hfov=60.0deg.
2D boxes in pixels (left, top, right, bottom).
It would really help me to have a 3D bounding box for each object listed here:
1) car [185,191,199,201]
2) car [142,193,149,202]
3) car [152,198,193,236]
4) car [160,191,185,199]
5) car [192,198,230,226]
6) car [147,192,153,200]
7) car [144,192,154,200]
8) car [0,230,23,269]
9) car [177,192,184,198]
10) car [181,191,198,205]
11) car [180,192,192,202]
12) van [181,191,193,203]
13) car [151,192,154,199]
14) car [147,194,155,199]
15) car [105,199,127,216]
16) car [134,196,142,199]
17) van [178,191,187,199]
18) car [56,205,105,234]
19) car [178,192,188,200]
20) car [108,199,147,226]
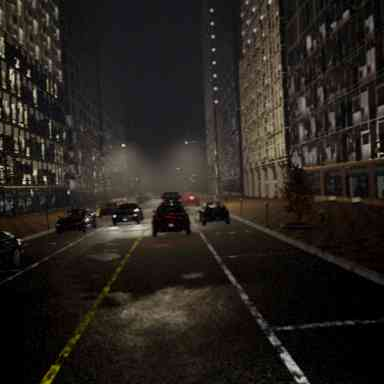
[{"bbox_3d":[-0.126,0.893,43.846,2.192,1.841,5.009,-4,1,-4],"label":"car"},{"bbox_3d":[-9.530,1.474,60.346,1.947,1.339,4.313,-4,1,-4],"label":"car"},{"bbox_3d":[-1.123,1.360,17.976,1.882,1.535,5.008,-3,1,-3],"label":"car"},{"bbox_3d":[-2.260,0.984,36.322,2.150,2.045,5.566,-3,0,-3],"label":"car"},{"bbox_3d":[1.310,1.275,21.159,2.008,1.369,4.403,-4,1,-4],"label":"car"},{"bbox_3d":[-10.242,1.384,71.690,2.008,1.369,4.403,-4,1,-4],"label":"car"},{"bbox_3d":[-11.322,1.035,88.705,2.192,1.841,5.009,-4,1,-4],"label":"car"},{"bbox_3d":[-6.332,1.789,9.294,2.008,1.369,4.403,-4,1,-4],"label":"car"},{"bbox_3d":[-3.311,0.791,94.900,2.008,1.369,4.403,-4,1,-4],"label":"car"},{"bbox_3d":[-0.482,0.856,49.519,2.192,1.841,5.009,-4,1,-4],"label":"car"},{"bbox_3d":[-1.185,0.907,60.865,1.967,1.590,4.097,-4,1,-4],"label":"car"},{"bbox_3d":[-0.835,0.845,55.191,1.690,1.788,3.998,-4,1,-4],"label":"van"},{"bbox_3d":[-10.959,1.198,83.034,1.967,1.590,4.097,-4,1,-4],"label":"car"},{"bbox_3d":[-11.662,1.264,94.380,1.802,1.307,4.206,-4,1,-4],"label":"car"},{"bbox_3d":[-7.752,1.674,31.983,1.802,1.307,4.206,-4,1,-4],"label":"car"},{"bbox_3d":[-8.810,1.509,48.831,1.752,1.417,4.829,-4,1,-4],"label":"car"},{"bbox_3d":[-2.257,0.696,77.880,1.690,1.788,3.998,-4,1,-4],"label":"van"},{"bbox_3d":[-7.043,1.716,20.638,2.008,1.369,4.403,-4,1,-4],"label":"car"},{"bbox_3d":[-1.896,0.832,72.210,1.967,1.590,4.097,-4,1,-4],"label":"car"},{"bbox_3d":[-4.570,1.527,24.232,1.812,1.442,4.674,-3,1,-4],"label":"car"}]
